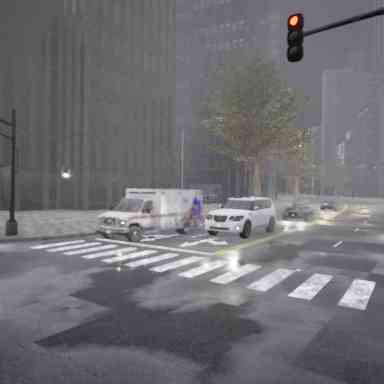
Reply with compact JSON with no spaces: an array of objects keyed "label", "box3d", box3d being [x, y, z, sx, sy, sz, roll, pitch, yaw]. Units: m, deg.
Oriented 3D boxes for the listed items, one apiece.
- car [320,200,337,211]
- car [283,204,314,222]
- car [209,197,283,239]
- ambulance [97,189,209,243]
[{"label":"car","box3d":[18.798,1.831,45.532,2.033,1.411,5.357,1,0,28]},{"label":"car","box3d":[9.206,1.726,28.726,1.994,1.385,4.181,1,0,31]},{"label":"car","box3d":[2.890,1.307,18.533,2.150,2.045,5.566,1,0,35]},{"label":"ambulance","box3d":[-1.896,1.056,17.195,2.351,2.431,6.366,1,0,34]}]
